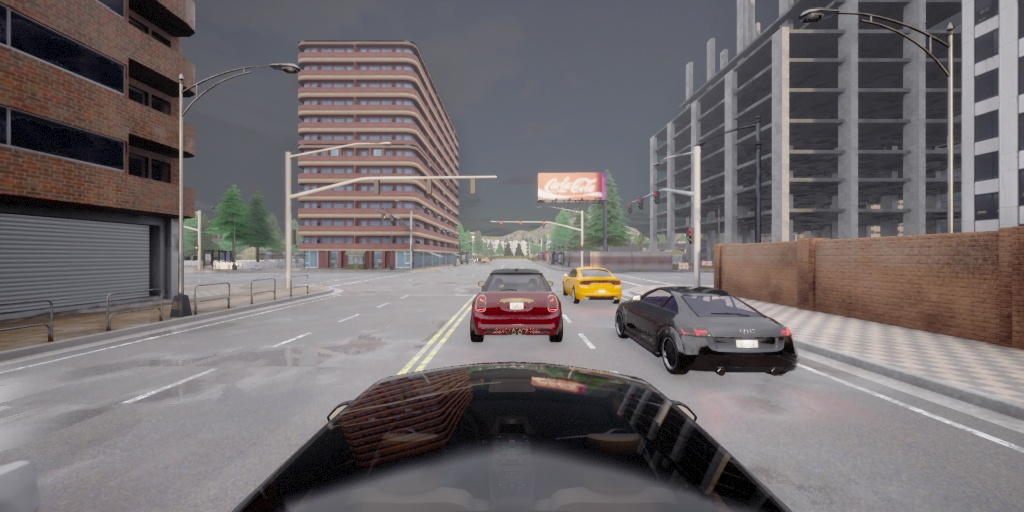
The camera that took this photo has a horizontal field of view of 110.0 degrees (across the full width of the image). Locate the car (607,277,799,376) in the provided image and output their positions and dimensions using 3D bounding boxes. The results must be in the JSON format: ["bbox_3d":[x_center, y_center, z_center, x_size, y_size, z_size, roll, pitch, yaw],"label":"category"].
[{"bbox_3d":[3.601,1.314,7.498,1.994,1.385,4.181,0,0,0],"label":"car"}]

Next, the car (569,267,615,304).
[{"bbox_3d":[3.505,1.228,16.431,1.882,1.535,5.008,0,0,0],"label":"car"}]

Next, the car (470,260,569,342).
[{"bbox_3d":[0.104,1.102,9.904,2.097,1.767,4.553,0,0,0],"label":"car"}]
